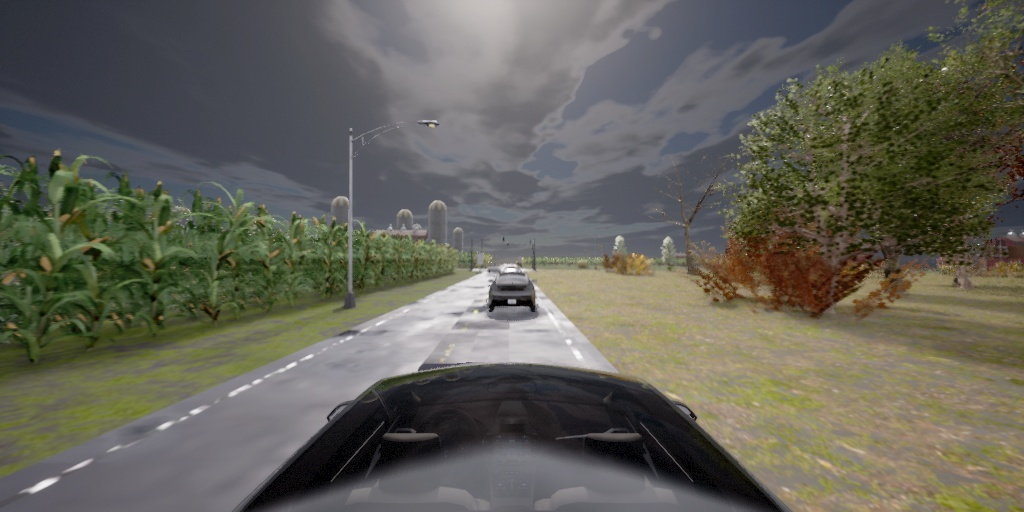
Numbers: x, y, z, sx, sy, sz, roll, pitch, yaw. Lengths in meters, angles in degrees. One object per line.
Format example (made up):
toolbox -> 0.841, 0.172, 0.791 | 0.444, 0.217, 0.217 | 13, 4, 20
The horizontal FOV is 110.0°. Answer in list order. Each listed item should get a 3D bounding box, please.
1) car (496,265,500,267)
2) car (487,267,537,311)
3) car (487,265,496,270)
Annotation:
car -> 0.008, 1.610, 29.407 | 2.033, 1.411, 5.357 | 0, -1, 0
car -> 0.019, 1.409, 15.359 | 1.837, 1.490, 4.892 | 0, 0, 0
car -> -2.774, 1.978, 55.682 | 1.895, 1.301, 4.718 | 0, -1, 0
